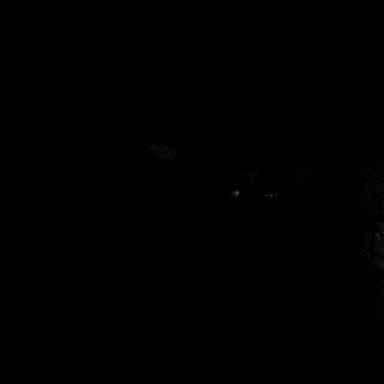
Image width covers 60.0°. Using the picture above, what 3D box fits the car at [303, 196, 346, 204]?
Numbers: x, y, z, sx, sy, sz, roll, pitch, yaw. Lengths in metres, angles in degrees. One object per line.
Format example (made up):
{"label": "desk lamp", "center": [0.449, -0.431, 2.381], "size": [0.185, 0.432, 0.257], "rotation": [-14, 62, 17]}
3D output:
{"label": "car", "center": [11.153, 1.316, 26.235], "size": [2.150, 2.045, 5.566], "rotation": [2, -2, -35]}
